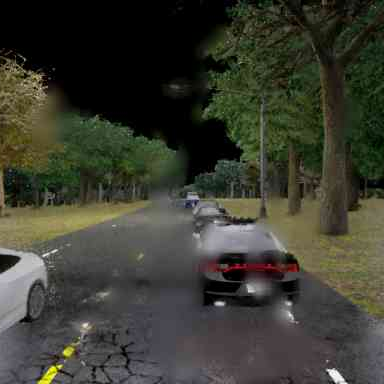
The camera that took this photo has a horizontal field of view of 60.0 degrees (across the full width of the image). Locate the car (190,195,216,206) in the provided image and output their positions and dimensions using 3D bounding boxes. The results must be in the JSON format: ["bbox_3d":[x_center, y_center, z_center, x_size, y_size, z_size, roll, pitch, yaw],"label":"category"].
[{"bbox_3d":[1.092,1.333,24.065,2.097,1.767,4.553,0,0,0],"label":"car"}]

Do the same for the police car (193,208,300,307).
[{"bbox_3d":[1.065,1.428,8.201,1.930,1.638,5.238,0,0,0],"label":"police car"}]

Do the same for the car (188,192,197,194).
[{"bbox_3d":[0.108,1.083,61.424,2.150,2.045,5.566,0,0,0],"label":"car"}]

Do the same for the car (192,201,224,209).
[{"bbox_3d":[1.082,1.472,18.093,1.882,1.535,5.008,0,0,0],"label":"car"}]

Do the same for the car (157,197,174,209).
[{"bbox_3d":[-3.421,1.436,44.055,1.812,1.442,4.674,0,0,0],"label":"car"}]

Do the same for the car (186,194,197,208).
[{"bbox_3d":[0.124,1.376,46.878,1.882,1.535,5.008,0,0,1],"label":"car"}]

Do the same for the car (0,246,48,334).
[{"bbox_3d":[-3.592,1.528,4.500,1.812,1.442,4.674,0,0,0],"label":"car"}]
